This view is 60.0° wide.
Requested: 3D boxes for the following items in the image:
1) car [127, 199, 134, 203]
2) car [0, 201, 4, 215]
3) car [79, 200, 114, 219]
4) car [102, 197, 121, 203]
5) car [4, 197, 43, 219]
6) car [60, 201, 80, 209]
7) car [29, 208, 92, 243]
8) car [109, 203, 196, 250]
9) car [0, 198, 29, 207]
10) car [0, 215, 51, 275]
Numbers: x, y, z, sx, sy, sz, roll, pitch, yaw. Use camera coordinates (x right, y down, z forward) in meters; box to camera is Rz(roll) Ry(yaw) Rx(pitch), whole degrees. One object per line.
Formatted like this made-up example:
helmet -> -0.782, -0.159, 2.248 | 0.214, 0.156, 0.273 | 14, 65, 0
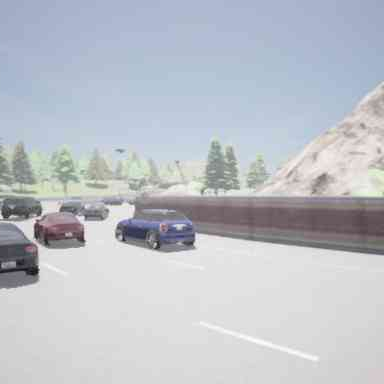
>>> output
car -> -10.743, 1.926, 64.711 | 1.895, 1.301, 4.718 | 0, 0, 19
car -> -19.357, 1.754, 30.096 | 2.128, 1.511, 4.902 | 0, 0, -9
car -> -9.554, 1.923, 33.716 | 2.033, 1.411, 5.357 | 1, 0, -6
car -> -15.156, 1.684, 62.595 | 2.097, 1.767, 4.553 | 0, 0, 19
car -> -16.302, 1.505, 32.206 | 2.150, 2.045, 5.566 | -1, 0, -7
car -> -13.140, 1.820, 36.917 | 1.837, 1.490, 4.892 | -2, 0, -2
car -> -6.710, 1.744, 16.690 | 1.812, 1.442, 4.674 | 1, -1, -33
car -> -1.873, 1.604, 15.968 | 2.097, 1.767, 4.553 | 1, -1, -39
car -> -31.338, 1.851, 58.237 | 2.033, 1.411, 5.357 | 0, 0, 16
car -> -6.017, 1.640, 9.954 | 1.812, 1.442, 4.674 | 1, -1, -41
